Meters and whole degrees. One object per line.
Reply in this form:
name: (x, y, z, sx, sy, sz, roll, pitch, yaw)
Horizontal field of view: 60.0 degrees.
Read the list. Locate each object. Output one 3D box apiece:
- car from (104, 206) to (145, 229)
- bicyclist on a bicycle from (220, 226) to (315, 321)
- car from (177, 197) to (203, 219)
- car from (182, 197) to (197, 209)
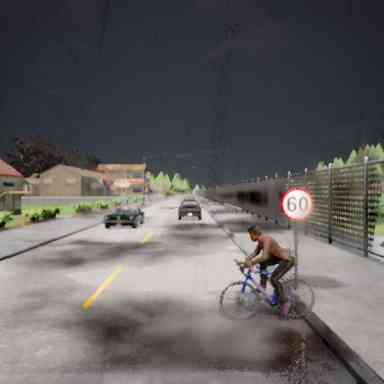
car: (-4.230, 1.580, 21.376, 1.895, 1.301, 4.718, 0, 0, 0)
bicyclist on a bicycle: (1.281, 1.401, 5.752, 1.656, 1.620, 0.582, -3, 0, -1)
car: (-0.181, 1.477, 28.342, 1.837, 1.490, 4.892, 0, 0, -1)
car: (-0.360, 1.460, 45.102, 1.837, 1.490, 4.892, 0, 0, -1)
